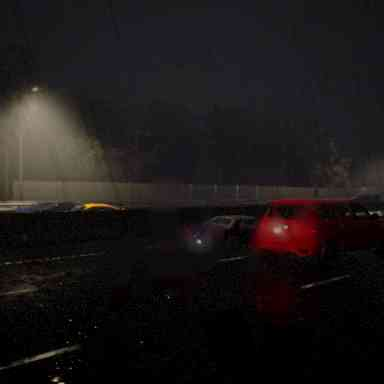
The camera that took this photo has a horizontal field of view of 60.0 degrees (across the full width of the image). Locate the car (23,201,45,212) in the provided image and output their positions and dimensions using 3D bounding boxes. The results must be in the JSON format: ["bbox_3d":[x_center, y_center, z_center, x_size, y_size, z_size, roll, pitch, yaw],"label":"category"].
[{"bbox_3d":[-10.527,1.550,26.576,4.674,1.442,1.812,0,0,-35],"label":"car"}]

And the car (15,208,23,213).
[{"bbox_3d":[-12.905,1.549,29.178,4.674,1.442,1.812,0,0,-35],"label":"car"}]

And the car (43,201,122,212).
[{"bbox_3d":[-6.361,1.503,20.949,5.008,1.535,1.882,0,0,-35],"label":"car"}]

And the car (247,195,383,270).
[{"bbox_3d":[4.753,1.259,11.433,5.566,2.045,2.150,0,0,-36],"label":"car"}]

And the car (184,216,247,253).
[{"bbox_3d":[2.118,1.636,13.854,4.718,1.301,1.895,0,0,-36],"label":"car"}]

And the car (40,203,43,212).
[{"bbox_3d":[-8.069,1.627,24.030,4.718,1.301,1.895,0,0,-35],"label":"car"}]

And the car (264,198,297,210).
[{"bbox_3d":[12.673,1.672,47.380,4.892,1.490,1.837,0,0,-35],"label":"car"}]
